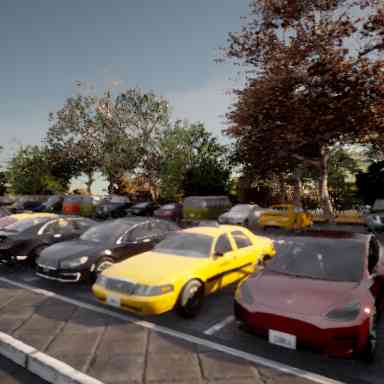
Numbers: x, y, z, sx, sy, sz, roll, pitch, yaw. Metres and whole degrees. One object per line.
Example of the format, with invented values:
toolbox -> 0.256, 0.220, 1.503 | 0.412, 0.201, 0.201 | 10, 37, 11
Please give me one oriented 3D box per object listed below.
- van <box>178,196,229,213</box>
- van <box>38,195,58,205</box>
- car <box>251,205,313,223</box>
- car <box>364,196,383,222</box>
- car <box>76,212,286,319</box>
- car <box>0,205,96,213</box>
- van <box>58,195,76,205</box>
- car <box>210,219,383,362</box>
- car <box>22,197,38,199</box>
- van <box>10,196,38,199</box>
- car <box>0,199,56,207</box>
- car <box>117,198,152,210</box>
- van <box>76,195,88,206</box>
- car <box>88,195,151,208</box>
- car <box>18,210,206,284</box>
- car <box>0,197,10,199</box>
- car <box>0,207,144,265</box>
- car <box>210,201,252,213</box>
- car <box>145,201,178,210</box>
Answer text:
van -> 1.262, 1.282, 23.536 | 1.878, 1.987, 4.442 | 0, 0, 36
van -> -12.384, 1.298, 33.043 | 1.878, 1.987, 4.442 | -1, 0, 36
car -> 5.793, 1.502, 20.134 | 2.097, 1.535, 5.008 | 0, 0, 36
car -> 10.282, 1.245, 16.884 | 2.435, 2.045, 5.566 | 0, 0, 36
car -> 0.234, 1.498, 7.802 | 1.946, 1.575, 5.366 | 0, 0, 36
car -> -6.532, 1.506, 12.658 | 1.946, 1.575, 5.366 | 0, 0, 36
van -> -9.889, 1.295, 31.540 | 1.878, 1.987, 4.442 | 0, 0, 36
car -> 2.581, 1.528, 6.310 | 2.163, 1.488, 4.792 | 0, 0, 36
car -> -14.439, 1.553, 34.668 | 2.097, 1.535, 5.008 | -1, -1, 36
van -> -16.763, 1.375, 36.187 | 1.878, 1.987, 4.442 | -1, -1, 36
car -> -8.698, 1.387, 14.403 | 2.185, 1.767, 4.553 | 0, 0, 36
car -> -3.209, 1.513, 26.595 | 2.097, 1.535, 5.008 | 0, 0, 36
van -> -7.740, 1.292, 29.998 | 1.878, 1.987, 4.442 | 0, 0, 36
car -> -5.574, 1.264, 28.264 | 2.435, 2.045, 5.566 | 0, 0, 36
car -> -1.909, 1.505, 9.577 | 2.231, 1.521, 4.892 | 0, 0, 36
car -> -19.048, 1.645, 37.743 | 1.946, 1.575, 5.366 | -1, -1, 36
car -> -4.172, 1.508, 11.185 | 2.231, 1.521, 4.892 | 0, 0, 36
car -> 3.446, 1.545, 21.828 | 2.002, 1.452, 4.674 | 0, 0, 36
car -> -0.955, 1.550, 24.982 | 2.002, 1.452, 4.674 | 0, 0, 36
